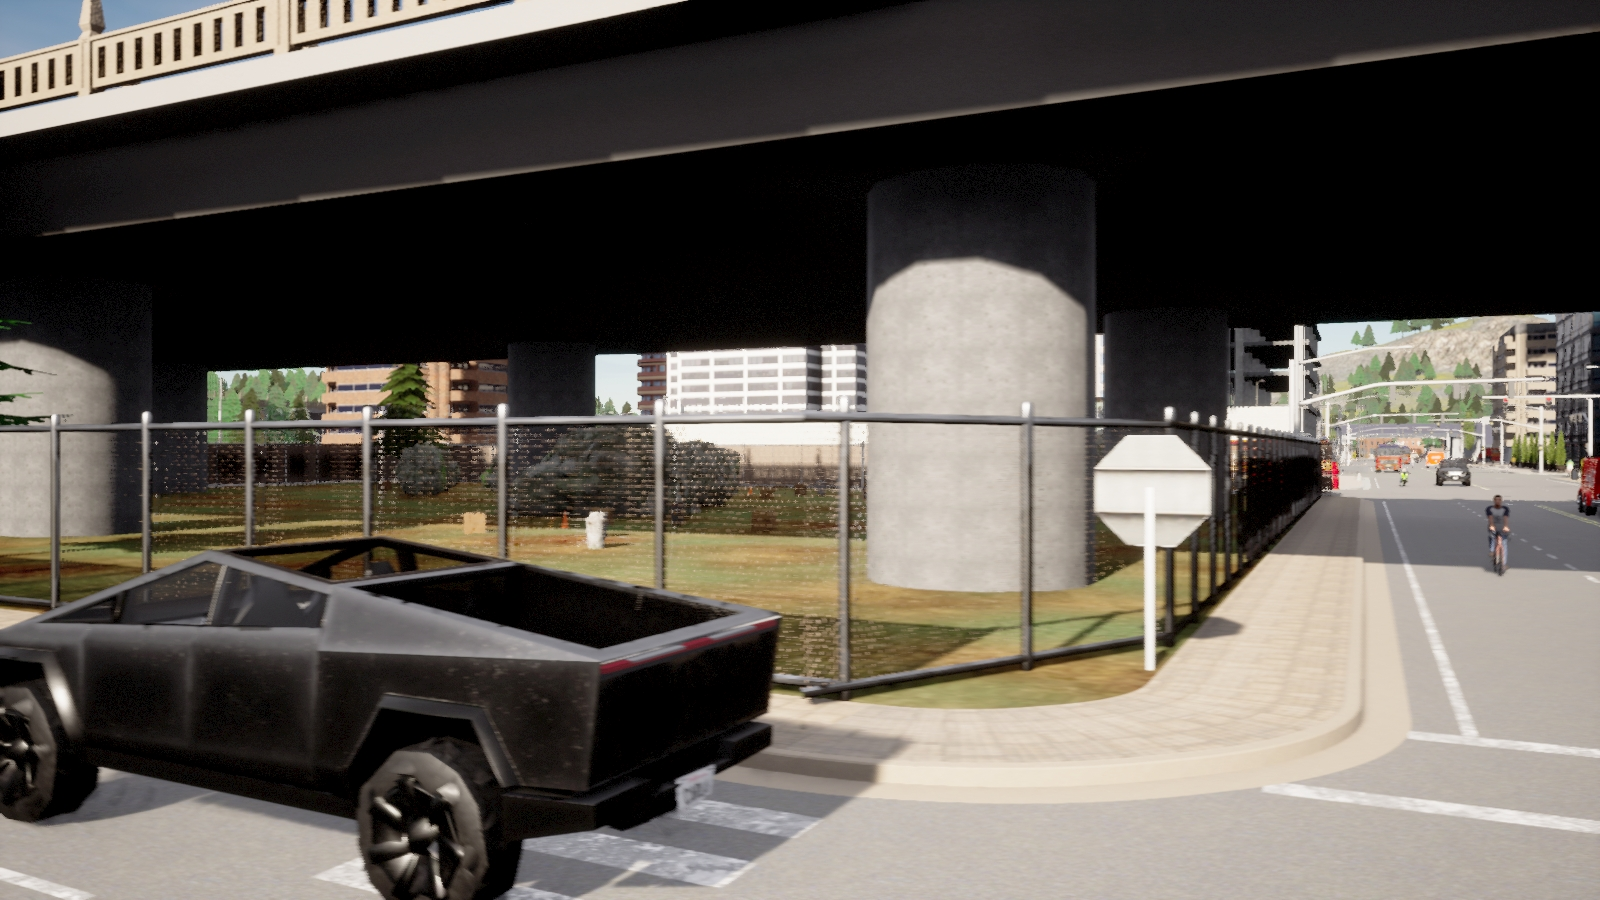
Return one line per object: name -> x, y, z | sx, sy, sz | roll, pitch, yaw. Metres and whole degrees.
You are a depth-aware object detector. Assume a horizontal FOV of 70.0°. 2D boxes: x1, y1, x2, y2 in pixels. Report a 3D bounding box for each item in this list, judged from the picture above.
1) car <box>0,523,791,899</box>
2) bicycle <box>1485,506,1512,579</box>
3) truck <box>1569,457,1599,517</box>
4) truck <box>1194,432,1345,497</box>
car -> -3.400, 1.755, 8.542 | 6.274, 2.098, 2.390 | 0, 0, 27
bicycle -> 15.675, 2.061, 25.641 | 0.373, 1.496, 1.643 | 0, 0, 26
truck -> 35.361, 1.577, 49.593 | 2.627, 2.467, 5.204 | 0, 0, 26
truck -> 28.927, 0.850, 70.509 | 8.468, 3.827, 2.891 | 0, 0, 26
